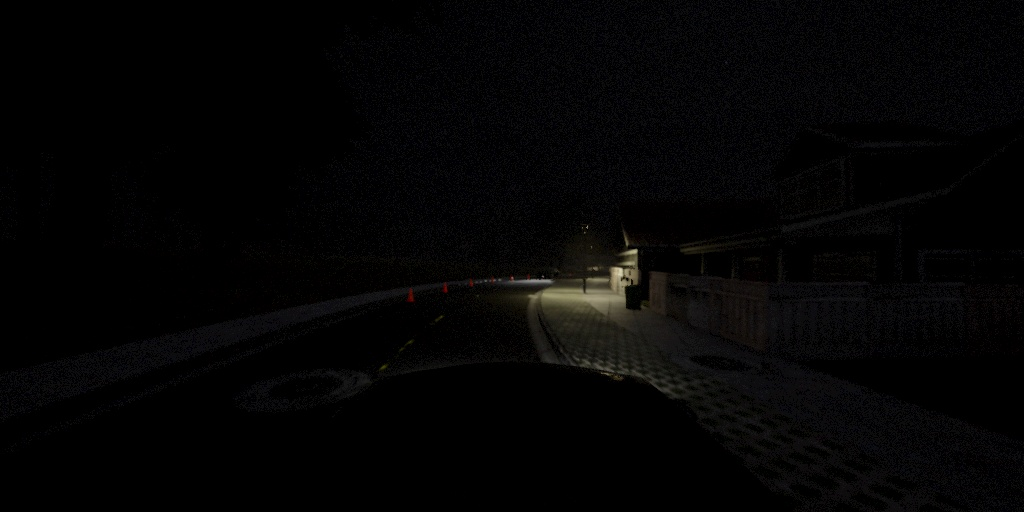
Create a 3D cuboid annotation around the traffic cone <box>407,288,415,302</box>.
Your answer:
[{"bbox_3d":[-4.590,1.748,16.226,0.340,0.580,0.340,0,0,6],"label":"traffic cone"}]

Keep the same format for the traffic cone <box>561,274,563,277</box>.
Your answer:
[{"bbox_3d":[7.643,2.855,54.882,0.340,0.580,0.340,0,0,23],"label":"traffic cone"}]

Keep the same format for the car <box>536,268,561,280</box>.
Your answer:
[{"bbox_3d":[4.230,2.033,41.414,1.895,1.301,4.718,0,-2,23],"label":"car"}]

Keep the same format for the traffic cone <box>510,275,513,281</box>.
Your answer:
[{"bbox_3d":[-0.036,2.192,36.342,0.340,0.580,0.340,0,0,21],"label":"traffic cone"}]

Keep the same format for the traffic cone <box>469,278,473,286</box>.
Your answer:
[{"bbox_3d":[-3.020,1.932,26.445,0.340,0.580,0.340,0,0,13],"label":"traffic cone"}]

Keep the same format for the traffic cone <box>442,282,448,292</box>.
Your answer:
[{"bbox_3d":[-3.984,1.830,21.364,0.340,0.580,0.340,0,0,9],"label":"traffic cone"}]

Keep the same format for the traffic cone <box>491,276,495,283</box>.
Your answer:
[{"bbox_3d":[-1.702,2.053,31.447,0.340,0.580,0.340,0,0,17],"label":"traffic cone"}]

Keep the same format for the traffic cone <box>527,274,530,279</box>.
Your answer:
[{"bbox_3d":[1.881,2.349,41.042,0.340,0.580,0.340,0,0,23],"label":"traffic cone"}]
